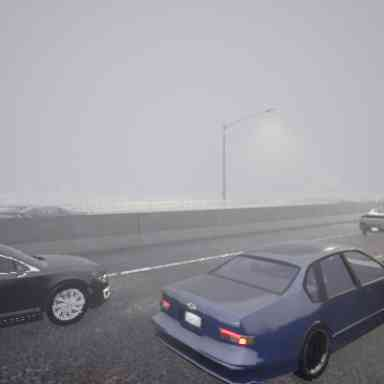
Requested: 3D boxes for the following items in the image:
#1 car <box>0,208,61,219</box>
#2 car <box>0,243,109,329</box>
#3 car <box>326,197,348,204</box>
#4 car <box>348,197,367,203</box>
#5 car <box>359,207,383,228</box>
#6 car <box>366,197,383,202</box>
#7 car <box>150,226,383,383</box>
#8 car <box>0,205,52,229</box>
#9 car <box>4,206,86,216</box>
[{"bbox_3d":[-8.779,1.594,15.037,4.718,1.301,1.895,0,0,-39],"label":"car"},{"bbox_3d":[-3.766,1.502,5.321,4.892,1.490,1.837,0,0,-39],"label":"car"},{"bbox_3d":[21.428,1.446,48.611,4.674,1.442,1.812,0,0,-39],"label":"car"},{"bbox_3d":[23.970,1.446,46.168,4.674,1.442,1.812,0,0,-39],"label":"car"},{"bbox_3d":[10.217,1.464,16.693,4.902,1.511,2.128,0,0,-39],"label":"car"},{"bbox_3d":[24.667,1.472,42.230,5.357,1.411,2.033,0,0,-39],"label":"car"},{"bbox_3d":[1.969,1.540,5.480,5.357,1.411,2.033,0,0,-39],"label":"car"},{"bbox_3d":[-11.850,1.590,21.563,4.718,1.301,1.895,0,0,-39],"label":"car"},{"bbox_3d":[-8.867,1.536,19.475,5.357,1.411,2.033,0,0,-39],"label":"car"}]
